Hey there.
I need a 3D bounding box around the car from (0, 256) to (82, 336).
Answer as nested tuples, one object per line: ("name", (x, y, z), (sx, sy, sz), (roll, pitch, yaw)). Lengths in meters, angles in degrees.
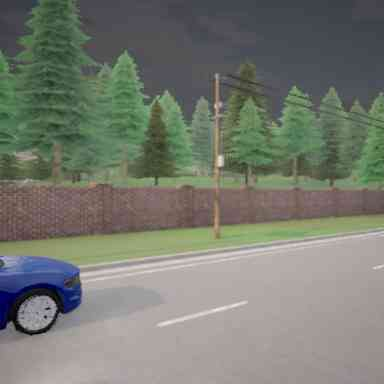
("car", (-4.257, 1.476, 5.010), (5.008, 1.535, 1.882), (0, 0, -36))
